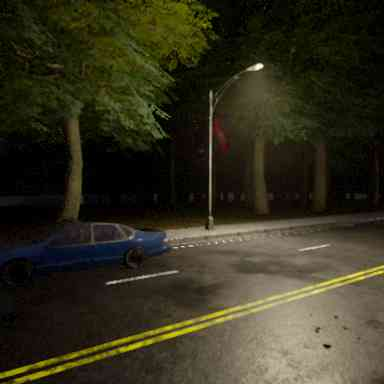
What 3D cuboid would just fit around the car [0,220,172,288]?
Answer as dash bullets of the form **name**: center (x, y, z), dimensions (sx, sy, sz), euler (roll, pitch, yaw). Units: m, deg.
- **car**: center (-3.193, 1.523, 9.377), dimensions (5.357, 1.411, 2.033), euler (-1, 0, -35)
